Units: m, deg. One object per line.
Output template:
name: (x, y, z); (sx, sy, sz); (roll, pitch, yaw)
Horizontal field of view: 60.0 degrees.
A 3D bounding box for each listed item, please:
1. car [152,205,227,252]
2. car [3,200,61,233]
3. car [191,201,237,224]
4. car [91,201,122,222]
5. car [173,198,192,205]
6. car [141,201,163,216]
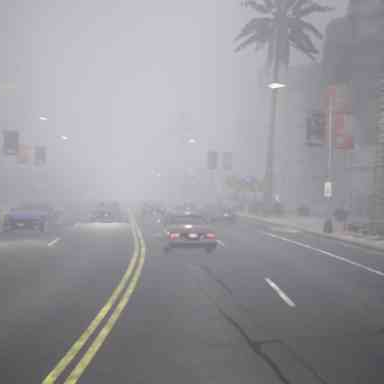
car: (-0.365, 1.490, 13.603); (2.033, 1.411, 5.357); (1, 0, -9)
car: (-8.402, 1.232, 17.853); (1.882, 1.535, 5.008); (1, 0, -11)
car: (1.687, 1.513, 24.515); (1.994, 1.385, 4.181); (1, 0, -18)
car: (-6.052, 1.348, 23.963); (1.994, 1.385, 4.181); (1, 0, -11)
car: (-0.794, 1.386, 34.210); (1.812, 1.442, 4.674); (1, 0, -12)
car: (-3.495, 1.420, 29.486); (1.895, 1.301, 4.718); (1, 0, -12)
